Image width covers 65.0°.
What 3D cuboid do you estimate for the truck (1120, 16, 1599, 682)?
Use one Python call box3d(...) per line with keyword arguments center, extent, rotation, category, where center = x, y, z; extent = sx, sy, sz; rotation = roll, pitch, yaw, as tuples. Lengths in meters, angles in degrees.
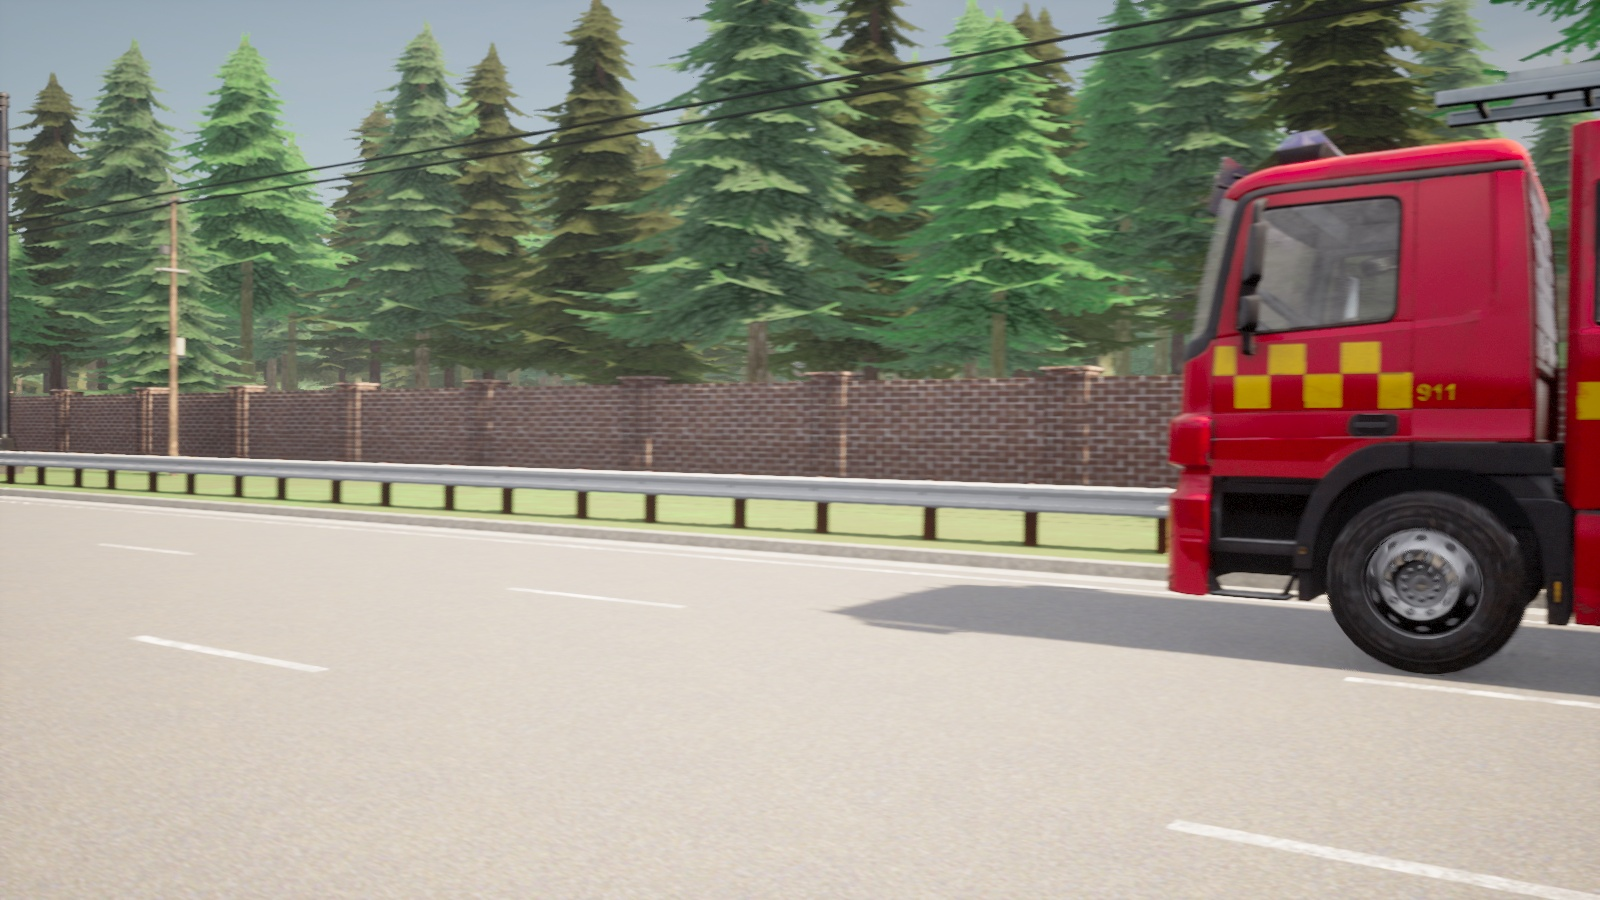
box3d(center=(6.573, -0.597, 7.636), extent=(8.468, 3.827, 2.891), rotation=(0, 1, 34), category="truck")
